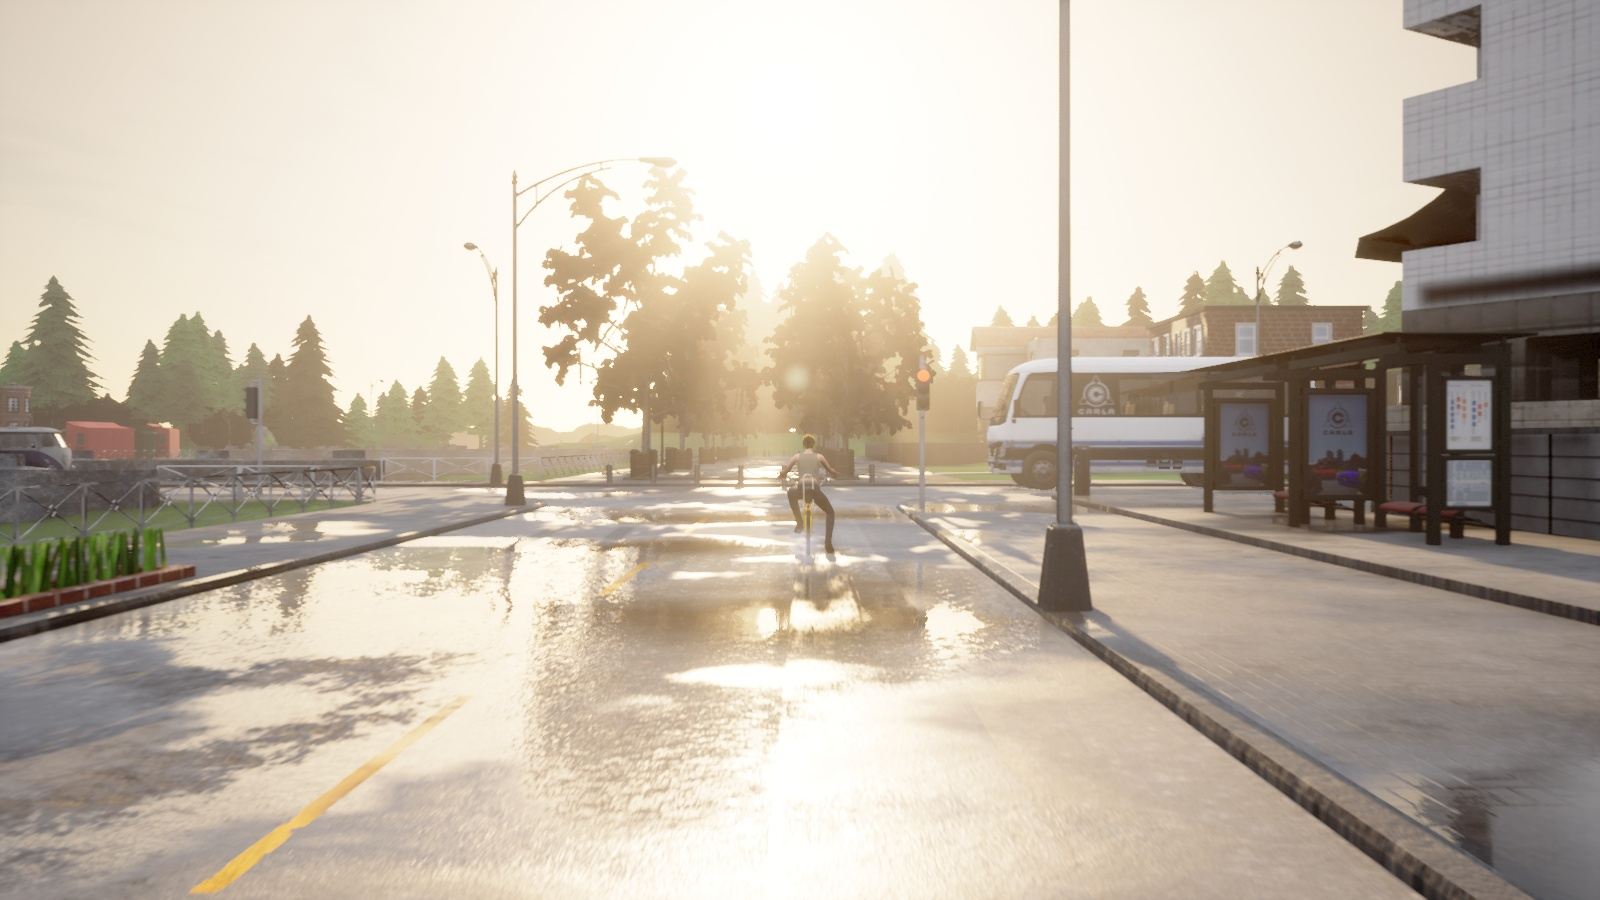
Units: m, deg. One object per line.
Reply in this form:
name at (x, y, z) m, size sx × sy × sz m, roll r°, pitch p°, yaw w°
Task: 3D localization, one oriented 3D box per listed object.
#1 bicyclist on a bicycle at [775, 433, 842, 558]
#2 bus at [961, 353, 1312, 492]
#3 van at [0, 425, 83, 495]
bicyclist on a bicycle at (0.113, 0.587, 17.011) m, size 0.866 × 1.612 × 1.509 m, roll 0°, pitch 0°, yaw 0°
bus at (10.558, -0.850, 40.514) m, size 10.273 × 4.253 × 3.944 m, roll 0°, pitch 0°, yaw 1°
van at (-23.684, 0.273, 36.710) m, size 4.442 × 1.987 × 1.775 m, roll 0°, pitch 0°, yaw 0°
